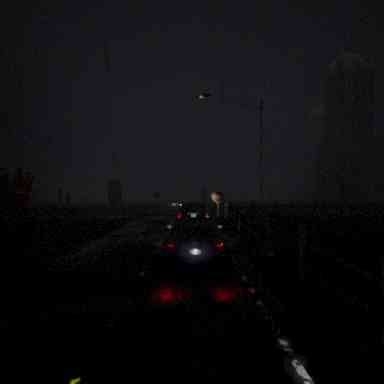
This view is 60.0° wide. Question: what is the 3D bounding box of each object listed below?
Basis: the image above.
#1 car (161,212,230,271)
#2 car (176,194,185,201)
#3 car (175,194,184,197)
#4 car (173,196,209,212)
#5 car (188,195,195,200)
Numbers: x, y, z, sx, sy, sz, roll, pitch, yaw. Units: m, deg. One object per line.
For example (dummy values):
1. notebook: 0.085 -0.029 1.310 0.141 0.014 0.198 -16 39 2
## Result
1. car: 0.090 1.565 10.872 1.994 1.385 4.181 0 0 0
2. car: -2.836 1.360 83.832 2.097 1.767 4.553 0 0 0
3. car: -2.824 1.533 67.751 1.882 1.535 5.008 0 0 0
4. car: 0.036 1.357 21.043 2.097 1.767 4.553 0 0 -1
5. car: -0.094 1.538 91.627 1.994 1.385 4.181 0 0 0
